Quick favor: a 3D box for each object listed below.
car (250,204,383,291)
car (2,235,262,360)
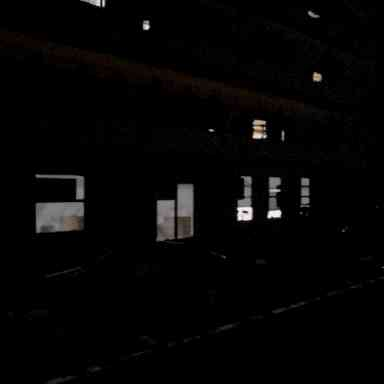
[{"bbox_3d":[3.652,1.300,9.170,5.009,1.841,2.192,0,0,-36],"label":"car"},{"bbox_3d":[-0.945,1.577,5.888,4.206,1.307,1.802,0,0,-36],"label":"car"}]
